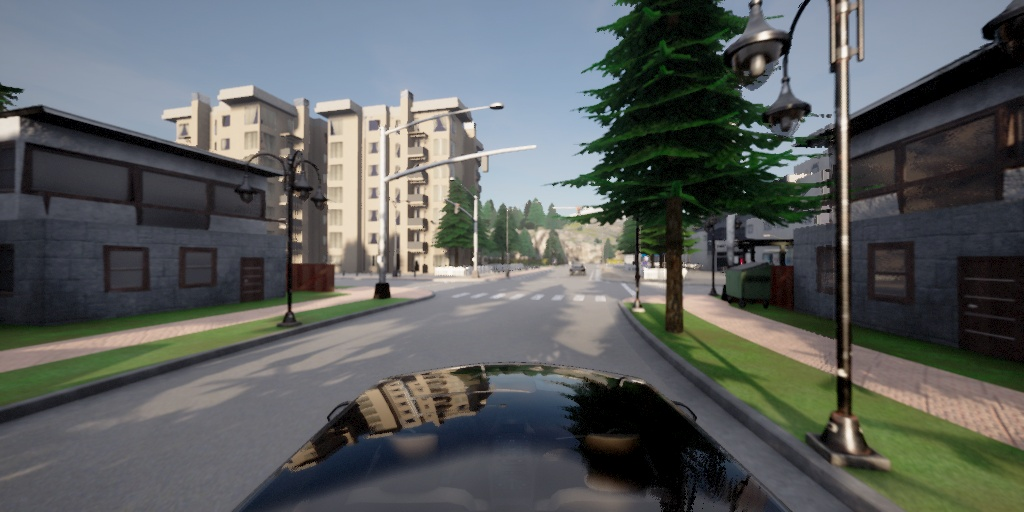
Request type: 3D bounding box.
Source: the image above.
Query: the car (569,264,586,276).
[{"bbox_3d":[8.118,1.678,44.251,2.128,1.511,4.902,0,0,13],"label":"car"}]
